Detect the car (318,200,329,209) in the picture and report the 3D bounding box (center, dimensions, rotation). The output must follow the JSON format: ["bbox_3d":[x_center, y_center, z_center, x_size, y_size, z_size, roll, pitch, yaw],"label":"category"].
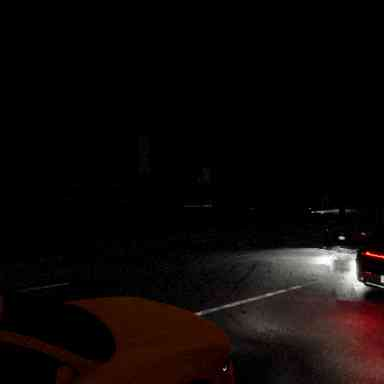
[{"bbox_3d":[13.472,1.260,38.854,1.837,1.490,4.892,-1,0,-39],"label":"car"}]

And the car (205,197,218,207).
[{"bbox_3d":[4.508,1.268,44.401,1.882,1.535,5.008,-1,0,-39],"label":"car"}]

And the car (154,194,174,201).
[{"bbox_3d":[-6.278,1.238,74.749,2.128,1.511,4.902,-1,0,-38],"label":"car"}]

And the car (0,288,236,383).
[{"bbox_3d":[-1.879,1.478,2.388,5.008,1.535,1.882,0,0,-36],"label":"car"}]

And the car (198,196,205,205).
[{"bbox_3d":[1.380,1.366,53.875,1.895,1.301,4.718,-1,0,-39],"label":"car"}]

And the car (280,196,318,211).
[{"bbox_3d":[10.658,1.333,36.767,2.033,1.411,5.357,-1,0,-39],"label":"car"}]

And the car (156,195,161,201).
[{"bbox_3d":[-8.780,1.339,72.278,1.895,1.301,4.718,-1,0,-38],"label":"car"}]

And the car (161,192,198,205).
[{"bbox_3d":[-2.046,1.017,52.546,2.150,2.045,5.566,-1,0,-39],"label":"car"}]

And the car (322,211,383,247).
[{"bbox_3d":[7.128,1.494,13.387,4.181,1.385,1.994,-1,0,-35],"label":"car"}]

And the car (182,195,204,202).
[{"bbox_3d":[0.073,1.308,66.972,1.895,1.301,4.718,-1,0,-39],"label":"car"}]

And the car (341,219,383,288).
[{"bbox_3d":[5.825,1.468,7.922,4.892,1.490,1.837,0,0,-36],"label":"car"}]
